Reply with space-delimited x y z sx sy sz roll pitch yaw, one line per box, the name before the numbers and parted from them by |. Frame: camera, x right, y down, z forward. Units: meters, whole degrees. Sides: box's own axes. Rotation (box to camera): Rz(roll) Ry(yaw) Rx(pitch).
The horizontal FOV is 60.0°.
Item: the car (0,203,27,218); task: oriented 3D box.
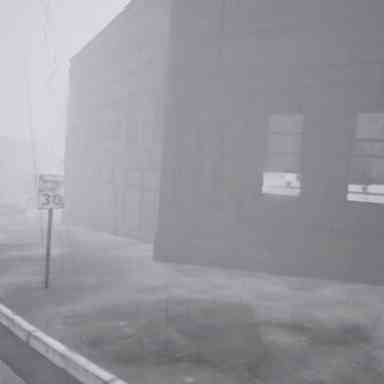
car | -19.525 1.899 35.776 2.128 1.511 4.902 4 -2 -4
